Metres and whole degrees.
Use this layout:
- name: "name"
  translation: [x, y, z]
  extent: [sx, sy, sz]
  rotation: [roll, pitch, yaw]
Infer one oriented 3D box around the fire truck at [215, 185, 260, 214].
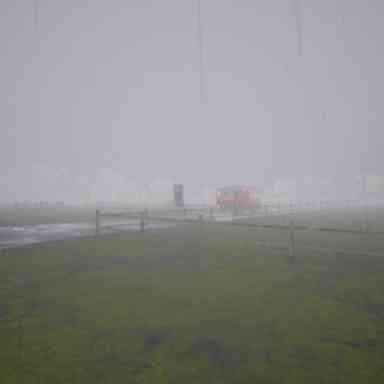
- name: "fire truck"
  translation: [6.610, 1.014, 46.931]
  extent: [2.891, 3.827, 8.468]
  rotation: [-1, -2, 36]
